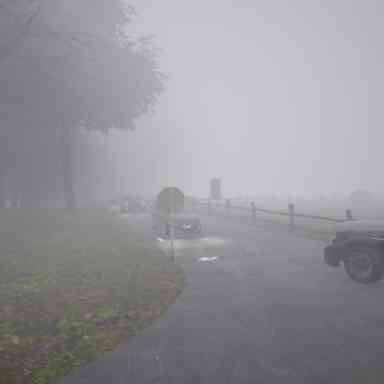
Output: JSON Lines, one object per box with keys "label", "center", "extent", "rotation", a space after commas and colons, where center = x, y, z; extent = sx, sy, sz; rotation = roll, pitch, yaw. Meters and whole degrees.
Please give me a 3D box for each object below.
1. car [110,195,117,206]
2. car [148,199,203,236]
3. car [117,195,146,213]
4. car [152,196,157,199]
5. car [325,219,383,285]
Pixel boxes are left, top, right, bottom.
{"label": "car", "center": [-10.854, 1.134, 48.284], "extent": [2.128, 1.511, 4.902], "rotation": [-1, 1, -18]}
{"label": "car", "center": [-0.946, 1.344, 17.556], "extent": [1.837, 1.490, 4.892], "rotation": [-1, 1, -18]}
{"label": "car", "center": [-5.835, 1.077, 32.579], "extent": [2.097, 1.767, 4.553], "rotation": [-1, 1, -18]}
{"label": "car", "center": [-3.208, 1.160, 33.701], "extent": [2.128, 1.511, 4.902], "rotation": [-1, 1, -18]}
{"label": "car", "center": [5.918, 1.150, 7.274], "extent": [5.566, 2.045, 2.150], "rotation": [1, 6, 42]}
